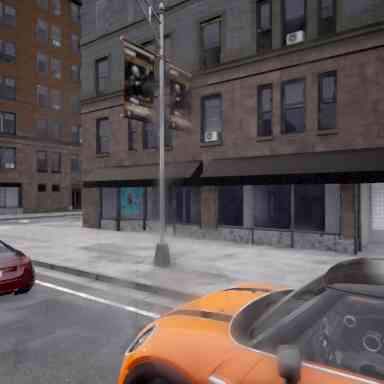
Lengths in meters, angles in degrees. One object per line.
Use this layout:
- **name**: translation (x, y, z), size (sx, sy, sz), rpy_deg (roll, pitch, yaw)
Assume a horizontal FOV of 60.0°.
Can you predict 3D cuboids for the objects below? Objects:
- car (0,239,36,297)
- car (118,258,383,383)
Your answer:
- **car**: translation (-5.422, 1.565, 7.537), size (4.181, 1.385, 1.994), rpy_deg (0, 0, 36)
- **car**: translation (1.524, 1.352, 2.599), size (4.553, 1.767, 2.097), rpy_deg (0, 0, 36)
